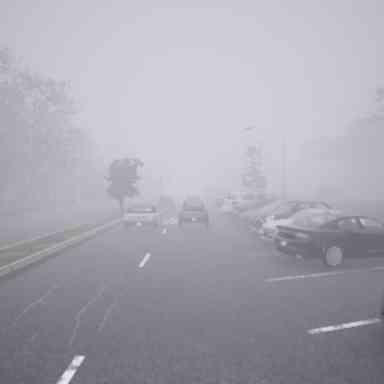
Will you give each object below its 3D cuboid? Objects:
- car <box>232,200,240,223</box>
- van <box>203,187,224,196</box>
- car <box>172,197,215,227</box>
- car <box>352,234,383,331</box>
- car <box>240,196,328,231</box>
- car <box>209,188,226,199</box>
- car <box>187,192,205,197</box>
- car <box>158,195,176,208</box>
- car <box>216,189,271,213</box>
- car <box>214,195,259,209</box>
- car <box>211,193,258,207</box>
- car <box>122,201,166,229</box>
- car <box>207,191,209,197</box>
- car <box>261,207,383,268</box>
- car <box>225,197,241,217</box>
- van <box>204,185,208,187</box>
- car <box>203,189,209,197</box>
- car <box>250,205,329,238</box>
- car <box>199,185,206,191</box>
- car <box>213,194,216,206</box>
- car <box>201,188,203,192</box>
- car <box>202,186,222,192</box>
[{"bbox_3d":[5.074,1.377,19.805,4.674,1.452,2.002,1,1,-20],"label":"car"},{"bbox_3d":[4.968,-0.044,76.702,4.442,1.987,1.878,0,2,-20],"label":"van"},{"bbox_3d":[0.101,1.324,21.171,2.128,1.511,4.902,0,1,0],"label":"car"},{"bbox_3d":[5.044,1.479,4.788,4.792,1.488,2.163,1,1,-20],"label":"car"},{"bbox_3d":[5.103,1.237,16.814,4.553,1.767,2.185,1,1,-20],"label":"car"},{"bbox_3d":[5.049,0.866,34.804,5.566,2.045,2.435,0,2,-20],"label":"car"},{"bbox_3d":[0.102,1.055,37.967,2.128,1.511,4.902,0,1,0],"label":"car"},{"bbox_3d":[-2.898,1.055,37.961,2.128,1.511,4.902,0,1,0],"label":"car"},{"bbox_3d":[5.100,1.010,25.824,5.566,2.045,2.435,0,1,-20],"label":"car"},{"bbox_3d":[5.076,1.096,37.828,4.674,1.452,2.002,0,2,-20],"label":"car"},{"bbox_3d":[5.244,0.991,40.900,5.366,1.575,1.946,0,1,-20],"label":"car"},{"bbox_3d":[-2.899,1.441,20.455,1.895,1.301,4.718,0,1,0],"label":"car"},{"bbox_3d":[5.047,0.890,46.823,4.792,1.488,2.163,0,2,-20],"label":"car"},{"bbox_3d":[5.064,1.410,10.804,5.008,1.535,2.097,1,0,-20],"label":"car"},{"bbox_3d":[5.097,1.329,22.829,4.792,1.488,2.163,1,1,-20],"label":"car"},{"bbox_3d":[5.184,0.159,67.844,4.442,1.987,1.878,0,1,-20],"label":"van"},{"bbox_3d":[5.047,0.618,58.826,4.792,1.488,2.163,0,2,-20],"label":"car"},{"bbox_3d":[5.073,1.428,13.805,4.674,1.452,2.002,1,1,-20],"label":"car"},{"bbox_3d":[5.051,-0.002,73.750,5.566,2.045,2.435,0,2,-20],"label":"car"},{"bbox_3d":[4.900,1.213,28.755,5.366,1.575,1.946,0,1,-20],"label":"car"},{"bbox_3d":[5.067,0.318,70.787,4.892,1.521,2.231,0,1,-20],"label":"car"},{"bbox_3d":[5.045,0.327,64.811,4.553,1.767,2.185,0,1,-20],"label":"car"}]
